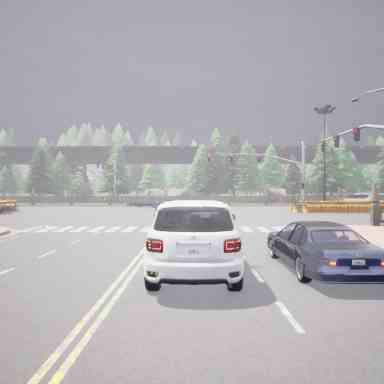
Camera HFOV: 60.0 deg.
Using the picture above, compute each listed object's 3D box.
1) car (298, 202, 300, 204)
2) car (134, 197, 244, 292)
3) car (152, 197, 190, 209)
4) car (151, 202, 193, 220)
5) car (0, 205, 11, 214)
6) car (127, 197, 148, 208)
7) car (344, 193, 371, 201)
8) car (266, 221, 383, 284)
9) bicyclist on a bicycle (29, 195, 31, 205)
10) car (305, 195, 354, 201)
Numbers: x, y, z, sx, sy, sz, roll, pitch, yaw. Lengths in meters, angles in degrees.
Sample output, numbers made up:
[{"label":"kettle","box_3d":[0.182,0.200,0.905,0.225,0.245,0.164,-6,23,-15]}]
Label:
[{"label":"car","box_3d":[17.797,1.478,47.829,5.008,1.535,1.882,0,0,0]},{"label":"car","box_3d":[0.061,1.221,9.106,2.150,2.045,5.566,0,0,1]},{"label":"car","box_3d":[-2.745,1.477,44.431,5.008,1.535,1.882,0,0,0]},{"label":"car","box_3d":[-1.655,1.601,29.579,1.895,1.301,4.718,0,0,21]},{"label":"car","box_3d":[-21.487,1.547,33.824,5.357,1.411,2.033,0,0,0]},{"label":"car","box_3d":[-6.912,1.491,47.951,4.902,1.511,2.128,0,0,0]},{"label":"car","box_3d":[21.078,1.214,44.313,5.566,2.045,2.150,-1,0,0]},{"label":"car","box_3d":[3.570,1.547,9.597,2.033,1.411,5.357,0,0,0]},{"label":"bicyclist on a bicycle","box_3d":[-27.050,1.300,55.834,0.582,1.620,1.656,0,0,0]},{"label":"car","box_3d":[16.646,1.489,40.834,4.902,1.511,2.128,0,0,0]}]
